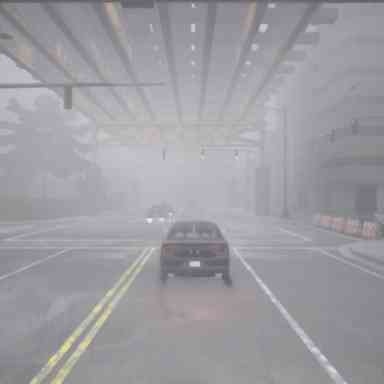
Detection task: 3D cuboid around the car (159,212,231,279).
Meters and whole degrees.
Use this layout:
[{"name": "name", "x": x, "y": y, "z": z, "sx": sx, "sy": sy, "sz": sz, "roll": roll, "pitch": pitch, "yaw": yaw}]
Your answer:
[{"name": "car", "x": 0.079, "y": 1.608, "z": 10.479, "sx": 1.882, "sy": 1.535, "sz": 5.008, "roll": 0, "pitch": -1, "yaw": 0}]

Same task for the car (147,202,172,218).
[{"name": "car", "x": -3.625, "y": 1.993, "z": 36.099, "sx": 2.033, "sy": 1.411, "sz": 5.357, "roll": 0, "pitch": -1, "yaw": 0}]

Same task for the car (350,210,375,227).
[{"name": "car", "x": 13.621, "y": 1.579, "z": 22.983, "sx": 4.536, "sy": 1.218, "sz": 1.853, "roll": 0, "pitch": -1, "yaw": 25}]

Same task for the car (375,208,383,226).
[{"name": "car", "x": 13.250, "y": 1.686, "z": 18.844, "sx": 4.974, "sy": 1.542, "sz": 2.038, "roll": 0, "pitch": -1, "yaw": -20}]

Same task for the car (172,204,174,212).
[{"name": "car", "x": -3.617, "y": 2.096, "z": 46.202, "sx": 1.812, "sy": 1.442, "sz": 4.674, "roll": 0, "pitch": -1, "yaw": 0}]

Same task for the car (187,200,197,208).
[{"name": "car", "x": 0.054, "y": 2.285, "z": 64.363, "sx": 2.128, "sy": 1.511, "sz": 4.902, "roll": 0, "pitch": -1, "yaw": 0}]
